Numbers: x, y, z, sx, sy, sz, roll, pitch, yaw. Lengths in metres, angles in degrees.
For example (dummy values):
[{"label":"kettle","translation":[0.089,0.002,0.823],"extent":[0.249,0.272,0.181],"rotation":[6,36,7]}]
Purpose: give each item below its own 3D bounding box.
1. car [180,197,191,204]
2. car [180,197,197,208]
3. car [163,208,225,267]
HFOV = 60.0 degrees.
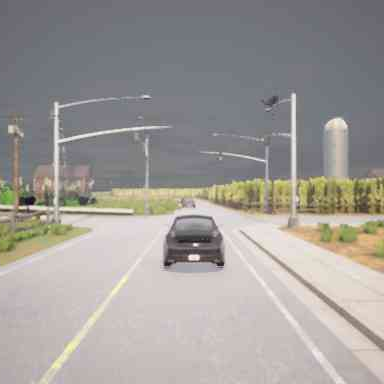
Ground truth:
[{"label":"car","translation":[-1.276,1.675,65.746],"extent":[1.994,1.385,4.181],"rotation":[0,0,-3]},{"label":"car","translation":[-0.476,1.613,47.765],"extent":[1.812,1.442,4.674],"rotation":[0,0,-3]},{"label":"car","translation":[0.069,1.519,11.430],"extent":[1.837,1.490,4.892],"rotation":[0,0,0]}]
